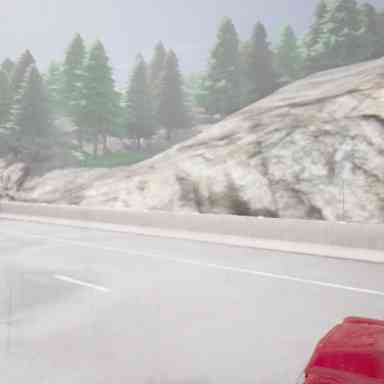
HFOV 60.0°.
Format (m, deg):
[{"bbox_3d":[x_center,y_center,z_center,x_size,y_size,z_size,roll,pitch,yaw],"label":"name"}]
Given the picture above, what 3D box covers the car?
[{"bbox_3d":[3.016,1.620,1.842,4.718,1.301,1.895,1,1,36],"label":"car"}]
